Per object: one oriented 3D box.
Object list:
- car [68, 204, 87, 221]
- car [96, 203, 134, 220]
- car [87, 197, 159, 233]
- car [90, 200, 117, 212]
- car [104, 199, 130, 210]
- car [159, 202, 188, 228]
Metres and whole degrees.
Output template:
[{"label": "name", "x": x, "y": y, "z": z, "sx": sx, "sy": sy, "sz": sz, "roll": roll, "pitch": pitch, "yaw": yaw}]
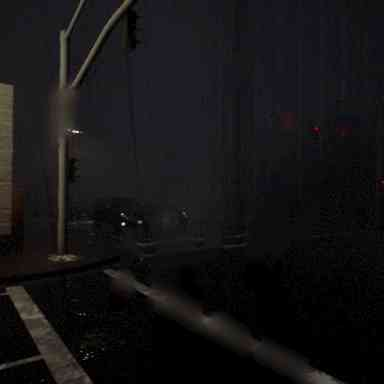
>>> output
[{"label": "car", "x": -10.053, "y": 1.723, "z": 28.941, "sx": 1.994, "sy": 1.385, "sz": 4.181, "roll": 1, "pitch": 0, "yaw": -35}, {"label": "car", "x": -7.240, "y": 1.766, "z": 31.017, "sx": 1.994, "sy": 1.385, "sz": 4.181, "roll": 1, "pitch": 0, "yaw": -35}, {"label": "car", "x": -4.584, "y": 1.381, "z": 21.279, "sx": 2.150, "sy": 2.045, "sz": 5.566, "roll": 1, "pitch": -1, "yaw": -36}, {"label": "car", "x": -11.618, "y": 1.772, "z": 43.428, "sx": 1.812, "sy": 1.442, "sz": 4.674, "roll": 1, "pitch": -1, "yaw": -36}, {"label": "car", "x": -10.988, "y": 1.794, "z": 48.617, "sx": 1.837, "sy": 1.490, "sz": 4.892, "roll": 1, "pitch": -1, "yaw": -37}, {"label": "car", "x": -2.218, "y": 1.554, "z": 23.991, "sx": 2.097, "sy": 1.767, "sz": 4.553, "roll": 1, "pitch": 0, "yaw": -36}]
